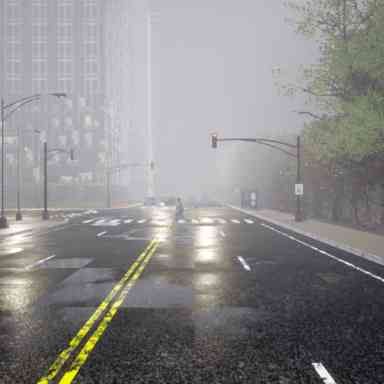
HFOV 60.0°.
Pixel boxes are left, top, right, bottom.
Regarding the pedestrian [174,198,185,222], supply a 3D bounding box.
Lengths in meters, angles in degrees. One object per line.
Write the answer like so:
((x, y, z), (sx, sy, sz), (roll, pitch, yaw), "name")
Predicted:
((-0.927, 1.288, 24.872), (0.375, 1.860, 0.375), (0, 0, 0), "pedestrian")

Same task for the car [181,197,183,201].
((-3.217, 1.576, 69.009), (1.895, 1.301, 4.718), (0, 0, 0), "car")

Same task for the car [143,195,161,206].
((-6.557, 1.507, 53.505), (1.812, 1.442, 4.674), (0, 0, 1), "car")

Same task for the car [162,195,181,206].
((-3.311, 1.458, 53.797), (1.882, 1.535, 5.008), (0, 0, 0), "car")

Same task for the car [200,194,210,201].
((3.296, 1.322, 82.777), (2.097, 1.767, 4.553), (0, 0, 0), "car")

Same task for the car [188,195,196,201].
((0.046, 1.520, 82.809), (1.994, 1.385, 4.181), (0, 0, 0), "car")

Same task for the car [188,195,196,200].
((0.051, 1.487, 92.840), (2.033, 1.411, 5.357), (0, 0, 0), "car")

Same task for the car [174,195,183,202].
((-3.208, 1.521, 79.601), (1.994, 1.385, 4.181), (0, 0, 0), "car")

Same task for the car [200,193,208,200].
((3.301, 1.302, 92.808), (2.097, 1.767, 4.553), (0, 0, 0), "car")

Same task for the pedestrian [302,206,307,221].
((8.046, 1.514, 23.669), (0.500, 1.100, 0.500), (0, 0, 0), "pedestrian")

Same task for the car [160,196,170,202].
((-6.458, 1.562, 79.388), (1.895, 1.301, 4.718), (0, 0, 0), "car")

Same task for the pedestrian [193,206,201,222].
((0.377, 1.566, 24.274), (0.375, 1.300, 0.375), (0, 0, 0), "pedestrian")
